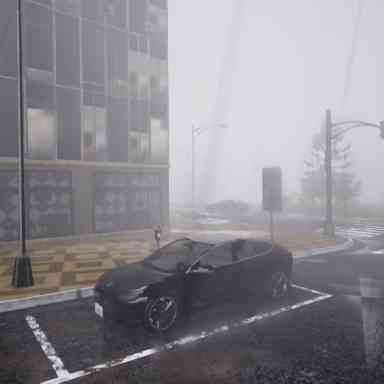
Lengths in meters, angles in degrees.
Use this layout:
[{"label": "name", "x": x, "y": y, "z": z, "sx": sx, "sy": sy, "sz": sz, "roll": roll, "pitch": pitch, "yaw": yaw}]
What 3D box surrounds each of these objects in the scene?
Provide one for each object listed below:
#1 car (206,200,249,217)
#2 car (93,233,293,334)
[{"label": "car", "x": 3.321, "y": 1.498, "z": 31.936, "sx": 2.128, "sy": 1.511, "sz": 4.902, "roll": -1, "pitch": 1, "yaw": -37}, {"label": "car", "x": 0.241, "y": 1.565, "z": 6.739, "sx": 4.313, "sy": 1.339, "sz": 1.947, "roll": 0, "pitch": -1, "yaw": -35}]
